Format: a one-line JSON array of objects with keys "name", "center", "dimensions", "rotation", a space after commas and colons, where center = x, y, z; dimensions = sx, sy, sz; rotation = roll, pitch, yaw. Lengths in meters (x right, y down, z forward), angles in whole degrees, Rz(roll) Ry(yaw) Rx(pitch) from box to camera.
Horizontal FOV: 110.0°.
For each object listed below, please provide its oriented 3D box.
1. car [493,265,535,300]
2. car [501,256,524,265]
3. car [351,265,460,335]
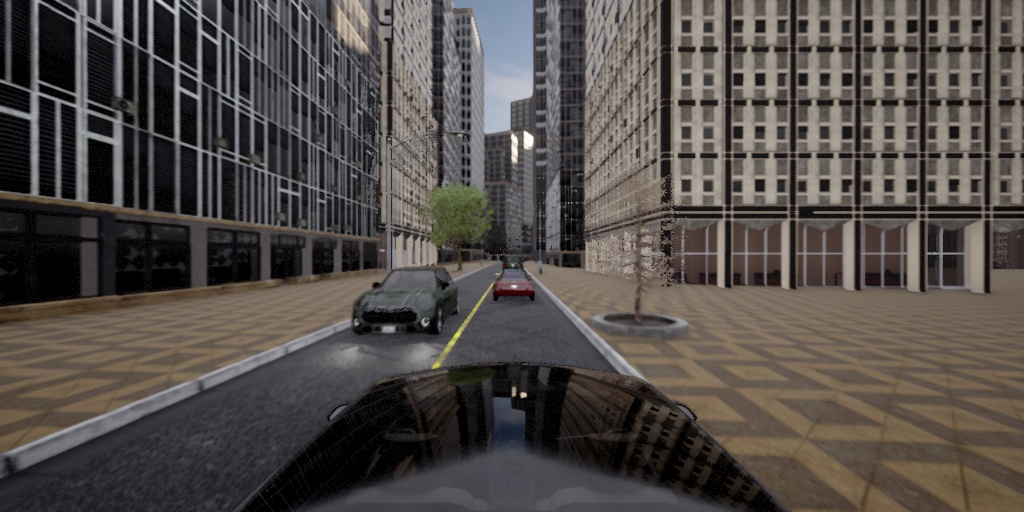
[{"name": "car", "center": [0.094, 1.320, 17.794], "dimensions": [1.994, 1.385, 4.181], "rotation": [0, 0, 0]}, {"name": "car", "center": [0.088, 0.991, 36.736], "dimensions": [2.150, 2.045, 5.566], "rotation": [0, 0, 0]}, {"name": "car", "center": [-2.838, 1.103, 10.511], "dimensions": [2.097, 1.767, 4.553], "rotation": [0, 0, 0]}]
